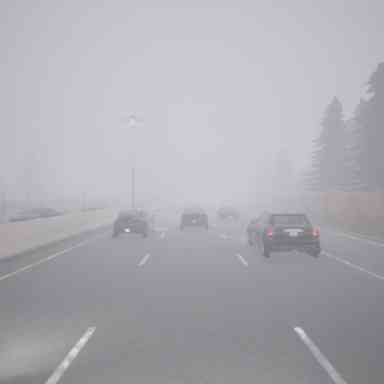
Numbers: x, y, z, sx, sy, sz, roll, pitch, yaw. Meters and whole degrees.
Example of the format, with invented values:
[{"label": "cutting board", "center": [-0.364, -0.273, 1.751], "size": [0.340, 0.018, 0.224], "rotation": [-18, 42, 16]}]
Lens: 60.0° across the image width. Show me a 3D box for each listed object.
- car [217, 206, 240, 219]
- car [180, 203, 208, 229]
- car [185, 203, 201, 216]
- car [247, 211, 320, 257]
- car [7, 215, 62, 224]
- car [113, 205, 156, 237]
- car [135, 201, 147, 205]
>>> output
[{"label": "car", "center": [3.639, 2.093, 34.137], "size": [1.895, 1.301, 4.718], "rotation": [0, -1, 0]}, {"label": "car", "center": [0.163, 1.819, 24.298], "size": [1.882, 1.535, 5.008], "rotation": [0, -1, 0]}, {"label": "car", "center": [0.092, 2.100, 41.043], "size": [1.812, 1.442, 4.674], "rotation": [0, -1, 0]}, {"label": "car", "center": [3.659, 1.565, 14.084], "size": [2.097, 1.767, 4.553], "rotation": [0, -1, 0]}, {"label": "car", "center": [-10.538, 1.754, 22.634], "size": [1.882, 1.535, 5.008], "rotation": [0, -1, 0]}, {"label": "car", "center": [-3.339, 1.767, 19.606], "size": [1.837, 1.490, 4.892], "rotation": [0, -1, 0]}, {"label": "car", "center": [-10.109, 2.542, 66.462], "size": [1.895, 1.301, 4.718], "rotation": [0, -1, 1]}]
